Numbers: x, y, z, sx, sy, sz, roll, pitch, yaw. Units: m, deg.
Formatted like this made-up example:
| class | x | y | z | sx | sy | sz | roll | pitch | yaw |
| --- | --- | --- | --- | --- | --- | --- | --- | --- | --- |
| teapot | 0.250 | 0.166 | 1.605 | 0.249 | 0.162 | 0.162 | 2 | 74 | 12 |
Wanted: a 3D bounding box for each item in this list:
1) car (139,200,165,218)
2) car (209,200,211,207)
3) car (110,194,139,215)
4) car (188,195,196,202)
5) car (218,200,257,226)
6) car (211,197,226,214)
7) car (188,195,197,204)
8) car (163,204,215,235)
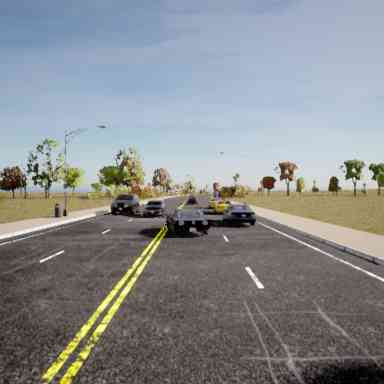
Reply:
| class | x | y | z | sx | sy | sz | roll | pitch | yaw |
| --- | --- | --- | --- | --- | --- | --- | --- | --- | --- |
| car | -3.339 | 1.496 | 30.383 | 1.837 | 1.490 | 4.892 | 0 | 0 | 0 |
| car | 3.267 | 1.441 | 45.662 | 1.801 | 1.575 | 5.366 | 0 | 0 | 0 |
| car | -6.587 | 1.211 | 33.495 | 2.150 | 2.045 | 5.566 | 0 | 0 | 0 |
| car | 0.029 | 1.464 | 78.562 | 1.837 | 1.490 | 4.892 | 0 | 0 | 0 |
| car | 3.259 | 1.541 | 23.472 | 2.033 | 1.411 | 5.357 | 0 | 0 | 0 |
| car | 3.263 | 1.446 | 34.662 | 1.801 | 1.575 | 5.366 | 0 | 0 | 0 |
| car | 0.094 | 1.525 | 62.134 | 2.033 | 1.411 | 5.357 | 0 | 0 | 0 |
| car | -0.325 | 1.597 | 18.899 | 1.895 | 1.301 | 4.718 | 0 | 0 | -10 |
